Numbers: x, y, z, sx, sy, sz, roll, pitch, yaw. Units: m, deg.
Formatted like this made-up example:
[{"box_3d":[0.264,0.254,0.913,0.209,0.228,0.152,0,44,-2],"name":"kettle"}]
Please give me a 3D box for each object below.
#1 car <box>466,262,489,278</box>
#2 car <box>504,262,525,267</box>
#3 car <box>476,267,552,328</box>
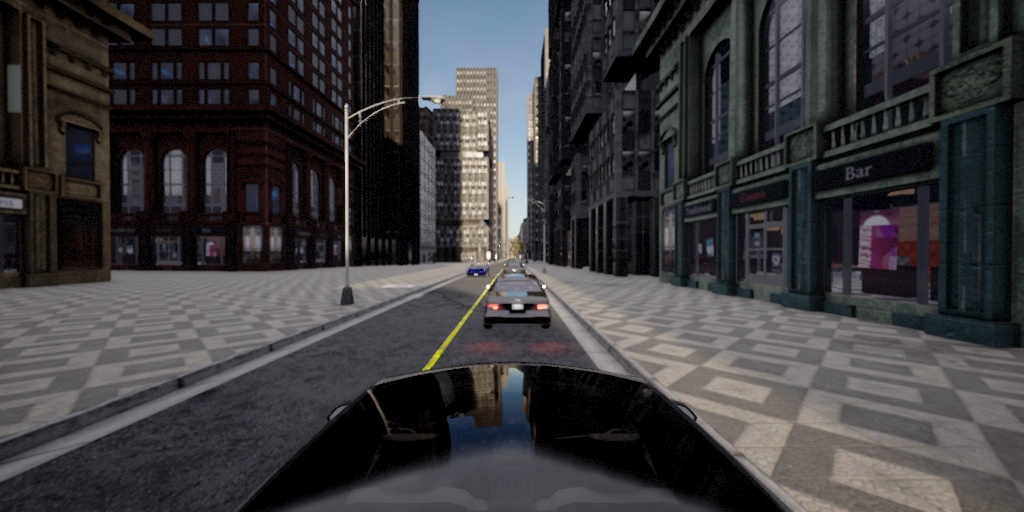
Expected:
[{"box_3d":[-2.998,1.232,32.144,1.895,1.301,4.718,0,0,0],"name":"car"},{"box_3d":[0.205,1.195,32.742,1.994,1.385,4.181,0,0,0],"name":"car"},{"box_3d":[0.133,1.252,11.097,2.033,1.411,5.357,0,0,0],"name":"car"}]
